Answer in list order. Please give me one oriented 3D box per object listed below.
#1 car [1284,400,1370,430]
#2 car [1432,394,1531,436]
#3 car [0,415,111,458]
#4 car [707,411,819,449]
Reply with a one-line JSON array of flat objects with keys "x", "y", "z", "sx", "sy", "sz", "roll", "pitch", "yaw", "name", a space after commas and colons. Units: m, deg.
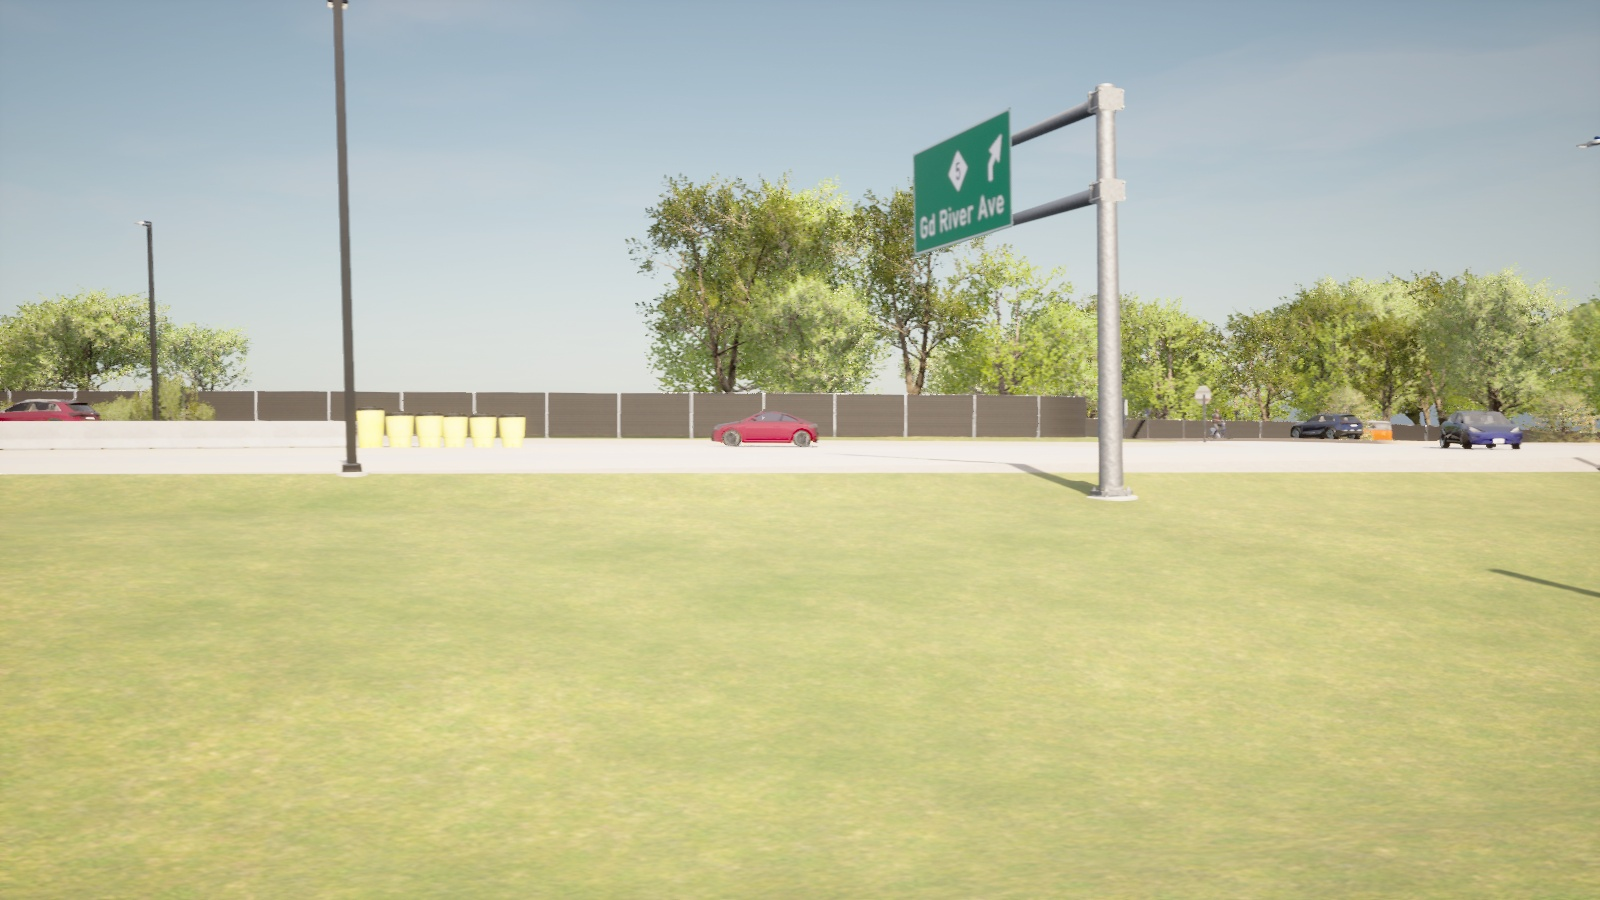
[{"x": 31.608, "y": -2.080, "z": 75.530, "sx": 2.033, "sy": 1.649, "sz": 4.856, "roll": -2, "pitch": 1, "yaw": -19, "name": "car"}, {"x": 26.222, "y": -1.347, "z": 48.505, "sx": 2.163, "sy": 1.488, "sz": 4.792, "roll": -1, "pitch": 1, "yaw": 13, "name": "car"}, {"x": -30.189, "y": -0.545, "z": 49.603, "sx": 4.856, "sy": 1.649, "sz": 2.033, "roll": -1, "pitch": 2, "yaw": 6, "name": "car"}, {"x": -1.383, "y": -0.769, "z": 48.171, "sx": 4.181, "sy": 1.385, "sz": 1.994, "roll": -1, "pitch": 1, "yaw": 0, "name": "car"}]
